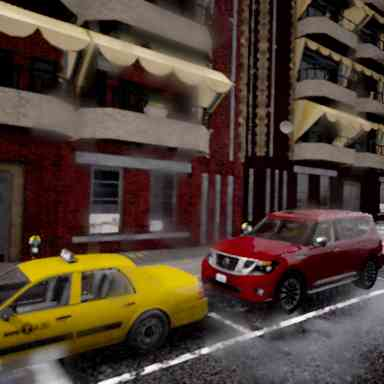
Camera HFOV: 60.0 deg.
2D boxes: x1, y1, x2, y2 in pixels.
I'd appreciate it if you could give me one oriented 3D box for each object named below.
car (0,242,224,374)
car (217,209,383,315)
[{"bbox_3d":[-2.012,1.536,4.640,4.829,1.417,1.752,1,1,-36],"label":"car"},{"bbox_3d":[2.632,1.389,7.951,5.009,1.841,2.192,1,1,-36],"label":"car"}]
